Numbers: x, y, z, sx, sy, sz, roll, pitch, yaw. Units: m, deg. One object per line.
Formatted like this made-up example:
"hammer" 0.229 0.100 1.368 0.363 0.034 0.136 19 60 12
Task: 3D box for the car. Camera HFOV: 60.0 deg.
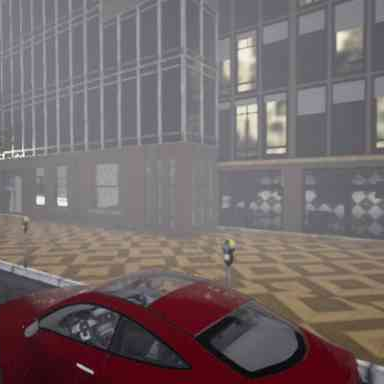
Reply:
"car" -0.566 1.488 3.336 4.206 1.307 1.802 1 2 36
